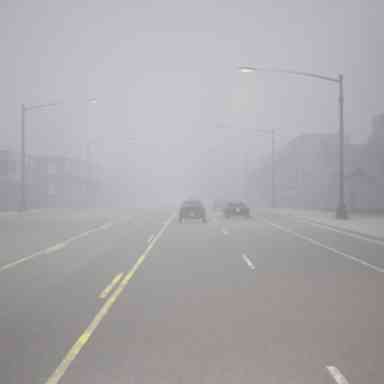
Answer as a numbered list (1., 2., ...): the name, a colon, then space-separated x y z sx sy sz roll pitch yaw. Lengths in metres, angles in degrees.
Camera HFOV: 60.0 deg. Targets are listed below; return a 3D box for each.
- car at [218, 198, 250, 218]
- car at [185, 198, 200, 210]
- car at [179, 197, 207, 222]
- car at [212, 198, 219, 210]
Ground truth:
1. car: 3.591 1.382 27.879 1.994 1.385 4.181 0 0 0
2. car: 0.071 1.456 41.713 1.837 1.490 4.892 0 -1 0
3. car: 0.048 1.306 24.506 1.882 1.535 5.008 0 0 0
4. car: 3.584 1.470 42.888 2.128 1.511 4.902 0 -1 0
